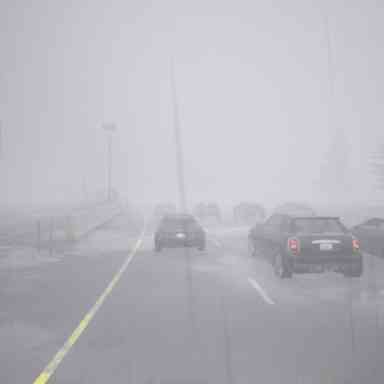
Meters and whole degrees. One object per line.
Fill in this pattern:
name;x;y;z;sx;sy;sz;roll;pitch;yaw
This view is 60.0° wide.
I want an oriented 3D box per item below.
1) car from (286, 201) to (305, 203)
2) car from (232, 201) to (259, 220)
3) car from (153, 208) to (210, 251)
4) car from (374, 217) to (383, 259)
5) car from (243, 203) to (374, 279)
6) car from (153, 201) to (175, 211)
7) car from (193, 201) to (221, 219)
car;8.515;1.565;27.935;1.837;1.490;4.892;0;0;-8
car;4.870;1.572;28.760;1.837;1.490;4.892;0;0;-8
car;-0.584;1.602;14.396;1.994;1.385;4.181;0;0;-4
car;6.656;1.545;11.115;1.812;1.442;4.674;0;0;-3
car;3.183;1.374;10.282;2.097;1.767;4.553;0;0;-3
car;-2.700;1.564;31.956;1.882;1.535;5.008;0;0;-9
car;1.224;1.566;29.512;2.128;1.511;4.902;0;0;-8
